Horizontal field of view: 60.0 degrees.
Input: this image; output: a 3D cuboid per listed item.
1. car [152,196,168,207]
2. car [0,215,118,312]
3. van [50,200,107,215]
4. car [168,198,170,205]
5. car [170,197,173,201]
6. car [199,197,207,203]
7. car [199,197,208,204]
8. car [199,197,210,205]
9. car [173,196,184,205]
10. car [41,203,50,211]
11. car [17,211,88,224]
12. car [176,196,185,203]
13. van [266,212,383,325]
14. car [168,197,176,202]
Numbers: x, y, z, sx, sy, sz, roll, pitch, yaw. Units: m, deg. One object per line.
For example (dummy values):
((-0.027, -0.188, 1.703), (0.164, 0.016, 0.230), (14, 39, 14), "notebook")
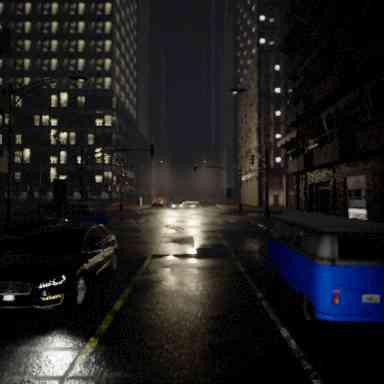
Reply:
((-5.671, 1.733, 55.959), (1.967, 1.590, 4.097), (1, 0, 0), "car")
((-3.092, 1.547, 8.057), (1.837, 1.490, 4.892), (0, 0, 0), "car")
((-5.808, 1.435, 17.894), (1.690, 1.788, 3.998), (1, 0, 0), "van")
((-5.673, 1.904, 61.534), (1.802, 1.307, 4.206), (1, 0, 0), "car")
((-5.668, 1.666, 67.110), (2.192, 1.841, 5.009), (1, 0, 0), "car")
((2.709, 2.005, 83.903), (1.947, 1.339, 4.313), (1, 0, 0), "car")
((2.709, 1.936, 78.496), (1.752, 1.417, 4.829), (1, 0, 0), "car")
((2.707, 1.934, 67.170), (1.802, 1.307, 4.206), (1, 0, 0), "car")
((-2.996, 1.956, 68.909), (1.895, 1.301, 4.718), (0, 0, 0), "car")
((-16.489, 1.710, 40.540), (4.097, 1.590, 1.967), (0, -1, 0), "car")
((-5.643, 1.631, 12.352), (1.947, 1.339, 4.313), (1, 0, 0), "car")
((-2.996, 1.787, 84.568), (2.097, 1.767, 4.553), (0, 0, 0), "car")
((2.709, 1.378, 6.866), (1.690, 1.788, 3.998), (1, 0, 0), "van")
((-5.671, 2.042, 94.984), (1.887, 1.381, 4.507), (1, 0, 0), "car")
